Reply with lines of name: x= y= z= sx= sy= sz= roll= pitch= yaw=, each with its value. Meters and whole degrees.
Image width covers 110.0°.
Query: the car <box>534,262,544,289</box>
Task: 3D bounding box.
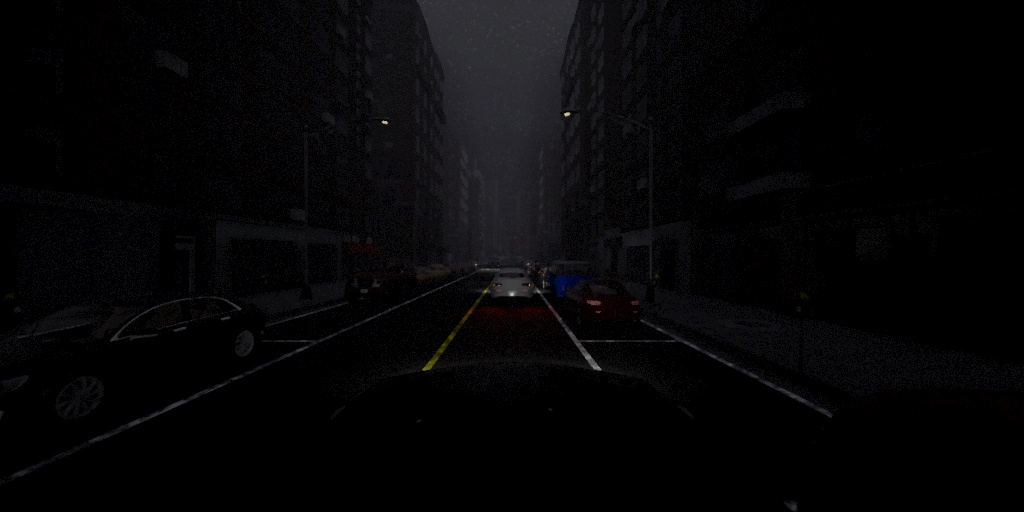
car: x=2.669 y=1.300 z=22.327 sx=2.007 sy=1.370 sz=4.403 roll=0 pitch=0 yaw=0

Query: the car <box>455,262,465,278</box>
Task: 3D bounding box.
car: x=-5.857 y=1.297 z=33.505 sx=1.888 sy=1.381 sz=4.507 roll=0 pitch=0 yaw=0

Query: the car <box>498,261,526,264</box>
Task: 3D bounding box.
car: x=0.000 y=1.369 z=31.531 sx=1.895 sy=1.301 sz=4.718 roll=0 pitch=0 yaw=0

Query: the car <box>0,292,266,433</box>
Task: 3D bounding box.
car: x=-5.857 y=1.298 z=5.527 sx=2.007 sy=1.370 sz=4.403 roll=0 pitch=0 yaw=0

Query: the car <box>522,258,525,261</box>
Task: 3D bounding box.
car: x=2.669 y=1.341 z=50.298 sx=1.802 sy=1.307 sz=4.207 roll=0 pitch=0 yaw=0

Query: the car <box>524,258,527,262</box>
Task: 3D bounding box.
car: x=2.668 y=1.193 z=39.109 sx=1.967 sy=1.591 sz=4.097 roll=0 pitch=0 yaw=0

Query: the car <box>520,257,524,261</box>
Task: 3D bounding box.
car: x=2.668 y=1.312 z=55.892 sx=2.007 sy=1.370 sz=4.403 roll=0 pitch=0 yaw=0

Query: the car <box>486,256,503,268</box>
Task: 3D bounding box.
car: x=-3.000 y=1.091 z=59.471 sx=2.150 sy=2.045 sz=5.566 roll=0 pitch=0 yaw=0

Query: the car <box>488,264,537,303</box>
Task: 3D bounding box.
car: x=0.000 y=1.282 z=16.501 sx=1.812 sy=1.442 sz=4.674 roll=0 pitch=0 yaw=0

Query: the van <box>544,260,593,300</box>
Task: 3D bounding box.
van: x=2.668 y=1.089 z=16.733 sx=1.690 sy=1.789 sz=3.998 roll=0 pitch=0 yaw=0

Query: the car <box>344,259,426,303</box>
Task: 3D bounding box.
car: x=-5.857 y=1.063 z=16.718 sx=2.192 sy=1.841 sz=5.009 roll=0 pitch=0 yaw=0

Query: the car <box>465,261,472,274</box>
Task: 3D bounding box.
car: x=-5.857 y=1.299 z=39.101 sx=1.888 sy=1.381 sz=4.507 roll=0 pitch=0 yaw=0

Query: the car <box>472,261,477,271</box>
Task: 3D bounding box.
car: x=-5.857 y=1.309 z=50.292 sx=2.007 sy=1.370 sz=4.403 roll=0 pitch=0 yaw=0

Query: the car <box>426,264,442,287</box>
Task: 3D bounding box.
car: x=-5.857 y=1.274 z=22.144 sx=1.751 sy=1.417 sz=4.829 roll=0 pitch=0 yaw=0

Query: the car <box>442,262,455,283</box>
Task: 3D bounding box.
car: x=-5.857 y=1.275 z=27.740 sx=1.751 sy=1.417 sz=4.829 roll=0 pitch=0 yaw=0

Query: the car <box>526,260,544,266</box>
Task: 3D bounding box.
car: x=2.668 y=1.192 z=33.515 sx=1.967 sy=1.591 sz=4.097 roll=0 pitch=0 yaw=0

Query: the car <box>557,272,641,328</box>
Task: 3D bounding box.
car: x=2.668 y=1.330 z=11.139 sx=1.802 sy=1.307 sz=4.207 roll=0 pitch=0 yaw=0
